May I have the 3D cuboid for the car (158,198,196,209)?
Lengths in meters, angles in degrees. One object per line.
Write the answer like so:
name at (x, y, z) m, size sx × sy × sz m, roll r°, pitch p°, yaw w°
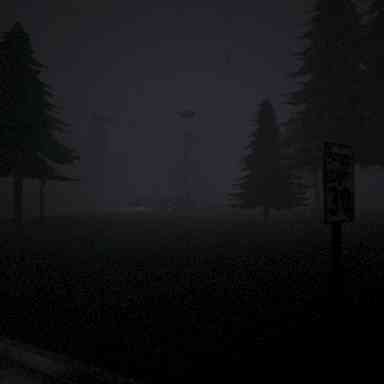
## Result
car at (-1.646, 1.548, 44.072) m, size 4.892 × 1.490 × 1.837 m, roll 1°, pitch 0°, yaw -44°

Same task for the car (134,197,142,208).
car at (-5.813, 1.615, 48.544) m, size 4.181 × 1.385 × 1.994 m, roll 0°, pitch 0°, yaw -40°

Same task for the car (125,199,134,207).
car at (-7.938, 1.546, 51.332) m, size 4.902 × 1.511 × 2.128 m, roll 0°, pitch 0°, yaw -40°

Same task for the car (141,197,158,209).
car at (-3.960, 1.523, 45.525) m, size 5.008 × 1.535 × 1.882 m, roll 0°, pitch 0°, yaw -40°
